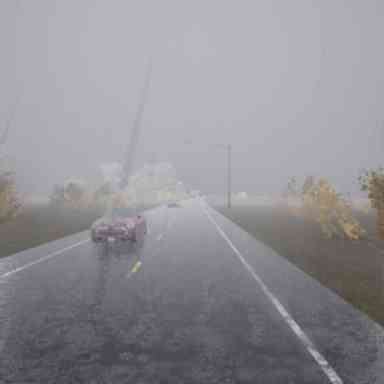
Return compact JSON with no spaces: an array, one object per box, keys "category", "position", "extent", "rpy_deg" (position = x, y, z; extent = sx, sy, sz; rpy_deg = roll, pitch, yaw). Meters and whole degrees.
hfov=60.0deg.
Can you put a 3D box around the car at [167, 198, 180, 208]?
[{"category":"car","position":[-3.202,1.885,58.114],"extent":[2.097,1.767,4.553],"rpy_deg":[0,-1,1]}]

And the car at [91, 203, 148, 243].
[{"category":"car","position":[-3.567,1.505,16.950],"extent":[2.097,1.767,4.553],"rpy_deg":[0,-1,0]}]

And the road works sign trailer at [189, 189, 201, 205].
[{"category":"road works sign trailer","position":[0.654,1.175,78.365],"extent":[2.380,3.560,2.880],"rpy_deg":[1,-1,0]}]
